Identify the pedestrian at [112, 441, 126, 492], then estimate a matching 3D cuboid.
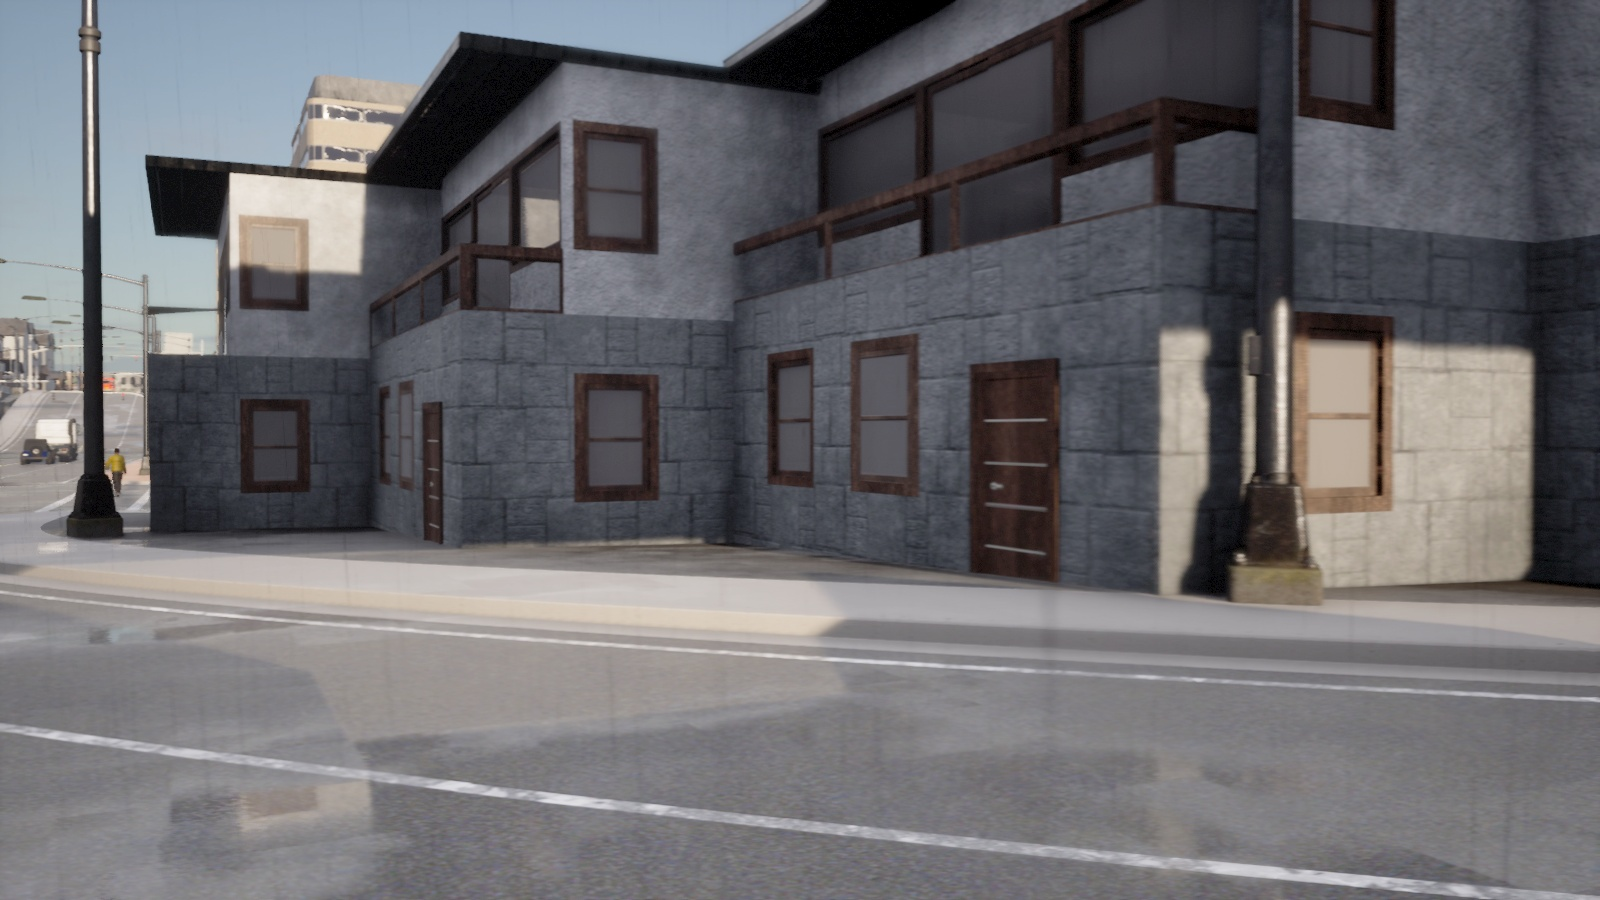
[{"bbox_3d":[-25.216,0.598,46.493,0.431,1.840,0.709,0,1,-30],"label":"pedestrian"}]
